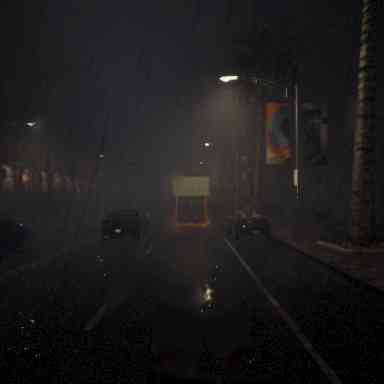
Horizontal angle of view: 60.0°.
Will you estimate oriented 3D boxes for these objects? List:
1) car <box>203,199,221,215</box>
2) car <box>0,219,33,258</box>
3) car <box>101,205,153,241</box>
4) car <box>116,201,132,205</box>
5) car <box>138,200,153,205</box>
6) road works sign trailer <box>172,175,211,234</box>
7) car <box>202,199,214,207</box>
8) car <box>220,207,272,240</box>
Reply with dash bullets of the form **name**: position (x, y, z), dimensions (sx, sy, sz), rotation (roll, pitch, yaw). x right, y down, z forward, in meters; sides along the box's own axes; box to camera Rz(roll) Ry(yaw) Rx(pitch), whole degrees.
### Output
- **car**: position (3.002, 1.893, 47.718), dimensions (2.185, 1.767, 4.553), rotation (0, -1, 0)
- **car**: position (-7.121, 1.659, 11.282), dimensions (1.812, 1.442, 4.674), rotation (0, -1, 0)
- **car**: position (-3.436, 1.683, 17.904), dimensions (1.882, 1.535, 5.008), rotation (0, -1, 0)
- **car**: position (-10.649, 2.071, 51.909), dimensions (1.882, 1.535, 5.008), rotation (0, -1, 1)
- **car**: position (-7.152, 2.092, 51.503), dimensions (1.837, 1.490, 4.892), rotation (0, -1, 0)
- **road works sign trailer**: position (-0.041, 0.703, 21.001), dimensions (2.380, 3.560, 2.880), rotation (0, -1, 0)
- **car**: position (3.265, 2.300, 69.644), dimensions (2.161, 1.482, 4.786), rotation (0, -1, 0)
- **car**: position (3.051, 1.688, 18.343), dimensions (2.231, 1.521, 4.892), rotation (0, -1, 0)
